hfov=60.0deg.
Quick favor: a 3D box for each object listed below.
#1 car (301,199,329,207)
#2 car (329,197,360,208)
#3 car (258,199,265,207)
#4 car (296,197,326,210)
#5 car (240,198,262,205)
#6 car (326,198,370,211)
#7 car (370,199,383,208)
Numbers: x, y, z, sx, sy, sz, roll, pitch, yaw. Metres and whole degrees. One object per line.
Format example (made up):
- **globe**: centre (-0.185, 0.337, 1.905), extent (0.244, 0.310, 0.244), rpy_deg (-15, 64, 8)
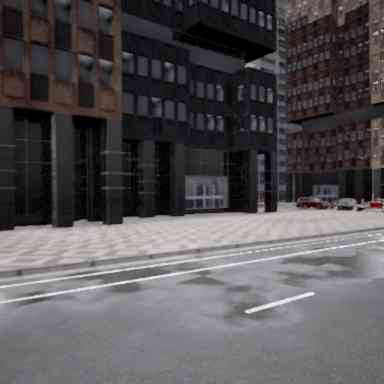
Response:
- **car**: centre (21.687, 1.894, 58.760), extent (1.802, 1.307, 4.206), rpy_deg (-1, 0, -36)
- **car**: centre (24.839, 1.733, 54.346), extent (1.967, 1.590, 4.097), rpy_deg (-1, 0, -36)
- **car**: centre (11.692, 1.936, 58.084), extent (1.752, 1.417, 4.829), rpy_deg (-1, 0, -36)
- **car**: centre (17.900, 1.688, 49.392), extent (2.192, 1.841, 5.009), rpy_deg (-1, 0, -36)
- **car**: centre (11.990, 1.924, 67.582), extent (1.994, 1.385, 4.181), rpy_deg (-1, 0, -36)
- **car**: centre (21.058, 1.920, 44.978), extent (1.947, 1.339, 4.313), rpy_deg (-1, 0, -36)
- **car**: centre (27.993, 1.714, 49.932), extent (1.967, 1.590, 4.097), rpy_deg (-1, 0, -36)
